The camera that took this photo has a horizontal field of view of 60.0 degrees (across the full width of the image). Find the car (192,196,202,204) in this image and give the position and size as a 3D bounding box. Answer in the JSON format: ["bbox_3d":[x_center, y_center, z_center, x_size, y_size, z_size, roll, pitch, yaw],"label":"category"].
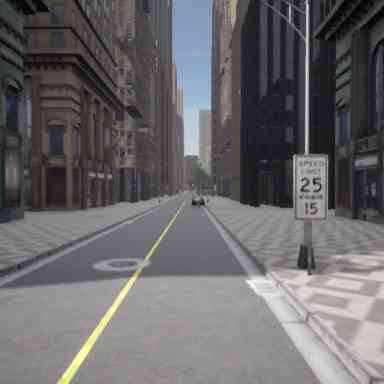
[{"bbox_3d":[0.901,1.518,65.555,1.812,1.442,4.674,0,0,0],"label":"car"}]

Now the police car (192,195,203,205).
[{"bbox_3d":[0.900,1.416,59.664,1.930,1.638,5.238,0,0,0],"label":"police car"}]

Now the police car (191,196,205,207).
[{"bbox_3d":[0.900,1.419,49.663,1.930,1.638,5.238,0,0,0],"label":"police car"}]
